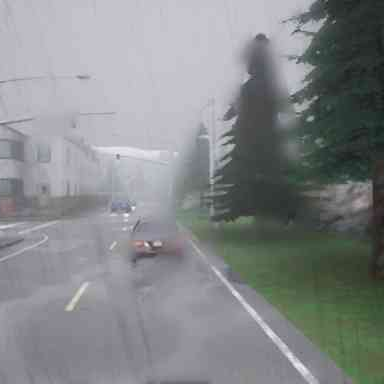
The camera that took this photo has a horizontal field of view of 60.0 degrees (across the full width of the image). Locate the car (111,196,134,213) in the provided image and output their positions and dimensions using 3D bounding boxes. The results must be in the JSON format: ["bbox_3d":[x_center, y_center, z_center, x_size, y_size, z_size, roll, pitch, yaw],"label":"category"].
[{"bbox_3d":[-8.844,1.515,41.846,2.150,2.045,5.566,0,0,-6],"label":"car"}]

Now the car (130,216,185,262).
[{"bbox_3d":[-1.345,1.628,12.525,2.033,1.411,5.357,0,0,-7],"label":"car"}]

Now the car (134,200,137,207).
[{"bbox_3d":[-11.275,1.985,61.337,1.994,1.385,4.181,0,0,-7],"label":"car"}]
